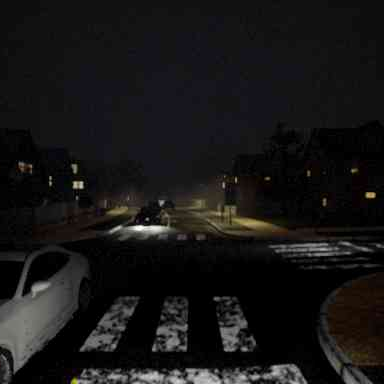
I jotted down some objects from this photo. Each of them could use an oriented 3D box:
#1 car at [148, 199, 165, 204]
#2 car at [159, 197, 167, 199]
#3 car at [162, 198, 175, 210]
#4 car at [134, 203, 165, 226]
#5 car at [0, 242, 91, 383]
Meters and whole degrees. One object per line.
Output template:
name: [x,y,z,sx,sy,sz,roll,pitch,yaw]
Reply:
car: [-4.605,1.972,40.371,1.837,1.490,4.892,0,-1,-7]
car: [-5.911,2.103,65.859,2.150,2.045,5.566,0,-1,-13]
car: [-3.941,2.196,55.931,1.837,1.490,4.892,0,-1,-10]
car: [-3.387,1.847,26.244,1.994,1.385,4.181,0,-1,-4]
car: [-2.878,1.560,4.892,1.812,1.442,4.674,0,0,0]
